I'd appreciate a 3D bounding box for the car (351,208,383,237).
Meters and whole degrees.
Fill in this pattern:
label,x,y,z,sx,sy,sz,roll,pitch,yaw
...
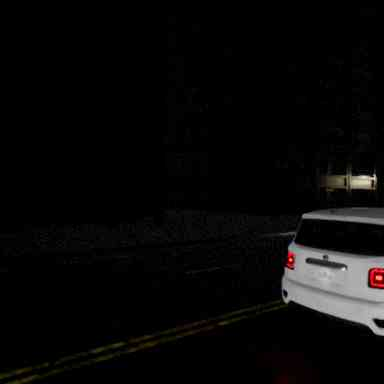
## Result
label,x,y,z,sx,sy,sz,roll,pitch,yaw
car,11.756,1.748,20.069,4.674,1.442,1.812,1,0,-35

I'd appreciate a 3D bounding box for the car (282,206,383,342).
label,x,y,z,sx,sy,sz,roll,pitch,yaw
car,4.139,1.299,6.411,5.566,2.045,2.150,0,0,-35
